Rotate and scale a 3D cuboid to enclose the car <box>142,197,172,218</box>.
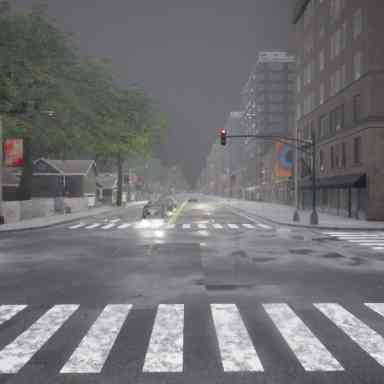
[{"bbox_3d":[-3.294,1.504,30.130,2.128,1.511,4.902,0,0,0],"label":"car"}]

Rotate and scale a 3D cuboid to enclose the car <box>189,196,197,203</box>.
[{"bbox_3d":[0.215,1.546,70.259,2.128,1.511,4.902,0,0,0],"label":"car"}]

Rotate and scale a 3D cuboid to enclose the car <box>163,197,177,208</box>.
[{"bbox_3d":[-3.251,1.554,49.822,1.812,1.442,4.674,0,0,0],"label":"car"}]

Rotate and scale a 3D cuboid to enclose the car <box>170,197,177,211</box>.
[{"bbox_3d":[-3.275,1.372,39.865,2.097,1.767,4.553,0,0,0],"label":"car"}]
